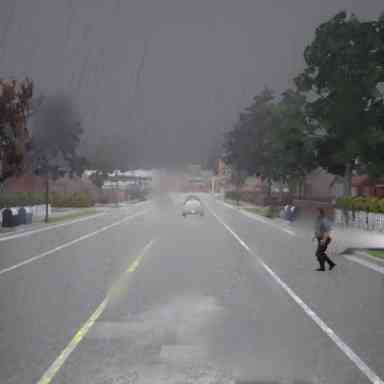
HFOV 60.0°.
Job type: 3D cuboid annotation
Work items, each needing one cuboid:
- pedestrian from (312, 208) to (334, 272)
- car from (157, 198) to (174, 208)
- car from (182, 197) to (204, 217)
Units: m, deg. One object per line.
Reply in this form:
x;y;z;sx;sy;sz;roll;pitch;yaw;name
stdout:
3.622;1.289;9.286;0.375;1.860;0.375;0;0;0;pedestrian
-3.553;1.491;45.125;1.994;1.385;4.181;0;0;0;car
0.116;1.504;31.331;1.812;1.442;4.674;0;-1;0;car
